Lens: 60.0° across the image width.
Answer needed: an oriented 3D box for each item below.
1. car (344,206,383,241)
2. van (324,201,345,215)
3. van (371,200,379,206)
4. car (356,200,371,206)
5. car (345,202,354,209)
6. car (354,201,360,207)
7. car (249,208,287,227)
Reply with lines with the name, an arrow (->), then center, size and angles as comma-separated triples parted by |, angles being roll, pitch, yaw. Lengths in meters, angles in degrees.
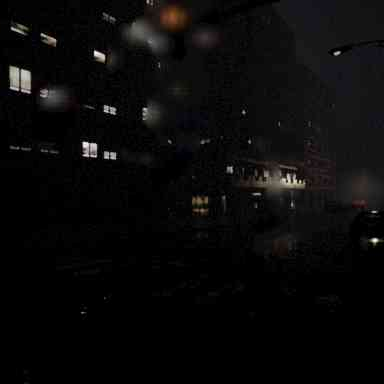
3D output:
car -> 9.923, 1.749, 18.109 | 1.967, 1.590, 4.097 | -2, -2, 35
van -> 19.455, 2.172, 45.966 | 1.690, 1.788, 3.998 | -2, -2, 35
van -> 45.531, 2.880, 82.880 | 1.690, 1.788, 3.998 | -2, -2, 35
car -> 32.511, 2.499, 64.411 | 2.192, 1.841, 5.009 | -2, -2, 35
car -> 22.720, 2.359, 50.575 | 1.967, 1.590, 4.097 | -2, -2, 35
car -> 25.985, 2.552, 55.183 | 1.887, 1.381, 4.507 | -2, -2, 35
car -> 6.302, 2.000, 27.379 | 1.752, 1.417, 4.829 | -2, -2, 35
